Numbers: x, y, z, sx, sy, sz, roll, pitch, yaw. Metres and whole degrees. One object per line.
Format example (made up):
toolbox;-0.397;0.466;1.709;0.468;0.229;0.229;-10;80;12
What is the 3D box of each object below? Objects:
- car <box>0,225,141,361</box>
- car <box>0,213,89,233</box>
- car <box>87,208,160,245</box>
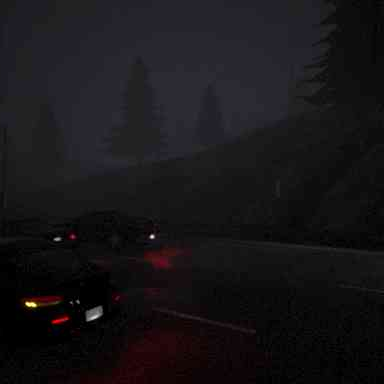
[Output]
car;-3.338;1.509;5.740;4.674;1.442;1.812;0;0;30
car;-6.359;1.515;11.438;5.357;1.411;2.033;0;0;28
car;-3.640;1.456;13.879;4.892;1.490;1.837;0;0;29
